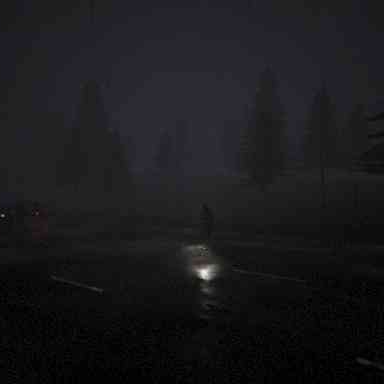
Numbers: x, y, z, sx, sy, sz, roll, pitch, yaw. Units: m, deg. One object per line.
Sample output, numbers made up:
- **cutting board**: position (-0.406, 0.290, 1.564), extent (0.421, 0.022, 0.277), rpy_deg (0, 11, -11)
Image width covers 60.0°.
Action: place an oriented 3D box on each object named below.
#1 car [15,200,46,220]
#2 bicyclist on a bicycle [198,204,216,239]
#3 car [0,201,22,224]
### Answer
- **car**: position (-13.837, 1.415, 26.948), extent (4.902, 1.511, 2.128), rpy_deg (0, 0, 36)
- **bicyclist on a bicycle**: position (0.734, 1.422, 16.211), extent (0.582, 1.620, 1.656), rpy_deg (0, 2, 36)
- **car**: position (-13.803, 1.494, 22.605), extent (4.181, 1.385, 1.994), rpy_deg (0, 0, 36)
